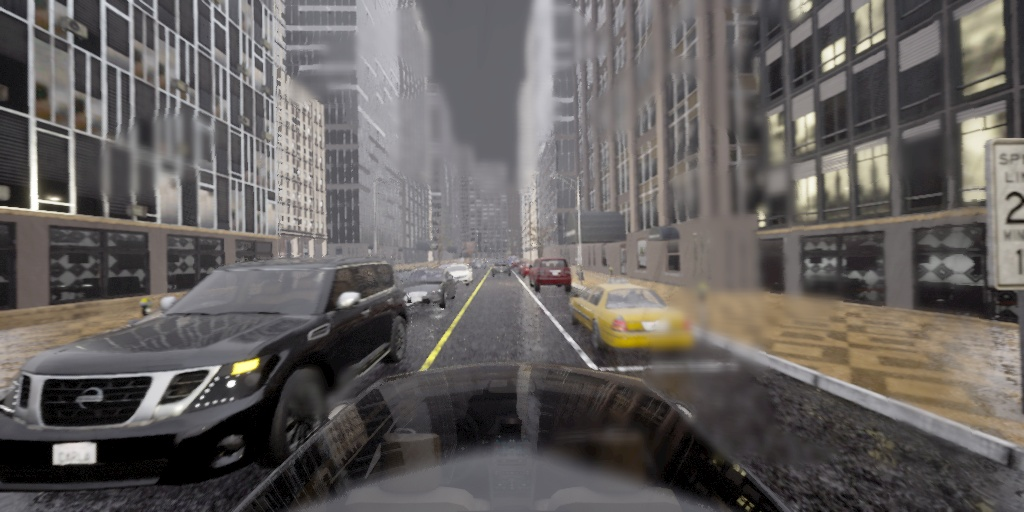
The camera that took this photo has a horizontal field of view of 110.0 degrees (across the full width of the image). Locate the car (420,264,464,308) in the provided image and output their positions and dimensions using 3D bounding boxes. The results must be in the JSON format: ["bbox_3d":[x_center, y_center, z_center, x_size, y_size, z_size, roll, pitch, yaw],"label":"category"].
[{"bbox_3d":[-3.491,1.296,15.361,2.128,1.511,4.902,-1,0,-2],"label":"car"}]

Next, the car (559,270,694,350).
[{"bbox_3d":[2.506,1.215,8.739,1.751,1.417,4.829,0,0,-2],"label":"car"}]

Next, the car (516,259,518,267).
[{"bbox_3d":[1.554,1.238,37.596,1.802,1.307,4.207,0,0,-2],"label":"car"}]

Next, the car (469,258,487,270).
[{"bbox_3d":[-4.649,1.197,51.943,2.128,1.511,4.902,-1,0,-2],"label":"car"}]

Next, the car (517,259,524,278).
[{"bbox_3d":[1.748,1.208,31.958,1.888,1.381,4.507,0,0,-2],"label":"car"}]

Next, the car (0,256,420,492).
[{"bbox_3d":[-3.152,1.036,5.284,2.150,2.045,5.566,-1,0,-1],"label":"car"}]

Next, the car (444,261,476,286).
[{"bbox_3d":[-3.833,1.319,25.662,1.812,1.442,4.674,-1,0,-2],"label":"car"}]

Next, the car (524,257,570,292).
[{"bbox_3d":[2.134,0.991,20.682,2.192,1.841,5.009,0,0,-2],"label":"car"}]

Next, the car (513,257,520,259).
[{"bbox_3d":[0.973,1.178,54.511,1.888,1.381,4.507,0,0,-2],"label":"car"}]

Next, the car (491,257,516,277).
[{"bbox_3d":[-1.047,1.206,35.697,2.128,1.511,4.902,-1,0,-1],"label":"car"}]
